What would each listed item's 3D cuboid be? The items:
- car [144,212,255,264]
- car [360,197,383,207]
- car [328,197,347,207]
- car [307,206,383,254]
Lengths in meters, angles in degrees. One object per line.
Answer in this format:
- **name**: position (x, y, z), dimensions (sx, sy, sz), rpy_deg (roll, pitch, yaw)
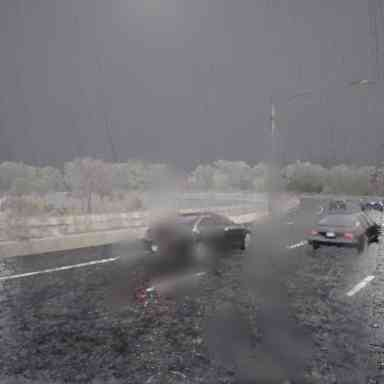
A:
- **car**: position (0.479, 1.485, 11.958), dimensions (1.837, 1.490, 4.892), rpy_deg (1, 0, 40)
- **car**: position (20.828, 1.320, 38.778), dimensions (2.097, 1.767, 4.553), rpy_deg (0, 0, 23)
- **car**: position (18.488, 1.463, 42.286), dimensions (1.837, 1.490, 4.892), rpy_deg (0, 0, 21)
- **car**: position (6.398, 1.531, 13.662), dimensions (2.033, 1.411, 5.357), rpy_deg (-1, 0, 37)
